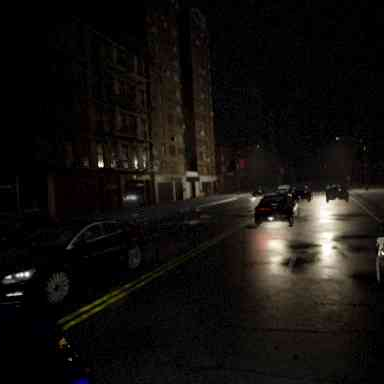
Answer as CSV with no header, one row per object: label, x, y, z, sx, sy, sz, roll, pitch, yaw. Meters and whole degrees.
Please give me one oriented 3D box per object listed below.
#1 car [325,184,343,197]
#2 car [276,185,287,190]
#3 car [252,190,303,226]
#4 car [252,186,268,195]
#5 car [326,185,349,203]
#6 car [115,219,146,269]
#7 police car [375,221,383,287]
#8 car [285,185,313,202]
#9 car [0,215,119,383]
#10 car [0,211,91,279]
car,17.715,-0.219,41.466,1.895,1.301,4.718,-3,1,23
car,13.461,-0.246,48.590,2.128,1.511,4.902,-3,1,22
car,4.597,0.881,17.744,1.837,1.490,4.892,-3,1,22
car,10.076,-0.056,48.894,1.837,1.490,4.892,-3,1,22
car,13.466,0.227,30.975,1.895,1.301,4.718,-3,1,23
car,-2.971,1.470,8.312,2.128,1.511,4.902,-3,1,22
police car,4.003,1.098,4.947,1.930,1.638,5.238,-3,1,22
car,11.068,0.191,33.621,2.128,1.511,4.902,-3,1,22
car,-2.576,1.333,0.517,2.150,2.045,5.566,-4,1,21
car,-5.585,1.579,10.501,1.837,1.490,4.892,-3,1,22
